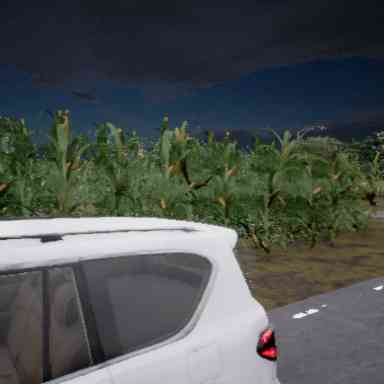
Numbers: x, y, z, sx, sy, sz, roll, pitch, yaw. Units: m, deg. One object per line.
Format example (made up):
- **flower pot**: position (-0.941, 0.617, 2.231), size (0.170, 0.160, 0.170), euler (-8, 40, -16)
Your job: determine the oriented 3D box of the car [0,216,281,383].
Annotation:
- **car**: position (-1.939, 1.225, 1.677), size (5.566, 2.045, 2.150), euler (0, 0, -35)
